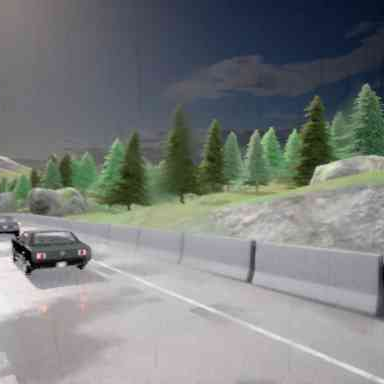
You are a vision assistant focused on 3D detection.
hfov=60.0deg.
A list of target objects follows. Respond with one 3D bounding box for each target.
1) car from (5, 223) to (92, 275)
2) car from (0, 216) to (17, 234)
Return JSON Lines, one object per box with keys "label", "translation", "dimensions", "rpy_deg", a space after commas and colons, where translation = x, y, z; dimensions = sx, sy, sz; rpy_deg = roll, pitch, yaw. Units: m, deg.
{"label": "car", "translation": [-5.256, 1.988, 11.972], "dimensions": [1.895, 1.301, 4.718], "rpy_deg": [2, -3, -35]}
{"label": "car", "translation": [-13.140, 2.338, 22.912], "dimensions": [2.033, 1.411, 5.357], "rpy_deg": [2, -3, -35]}
